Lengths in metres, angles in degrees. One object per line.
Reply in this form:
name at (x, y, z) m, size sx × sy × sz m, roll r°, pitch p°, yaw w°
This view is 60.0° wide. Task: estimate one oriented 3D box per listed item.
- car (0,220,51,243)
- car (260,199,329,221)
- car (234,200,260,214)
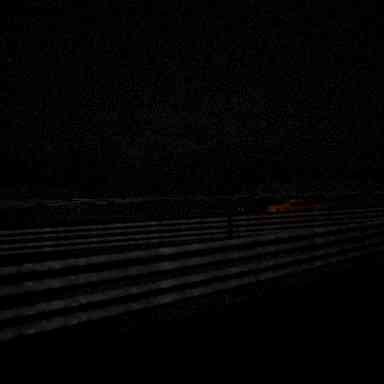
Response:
car at (-9.156, 2.018, 15.932) m, size 4.718 × 1.301 × 1.895 m, roll -2°, pitch 1°, yaw -19°
car at (8.145, 1.309, 25.492) m, size 5.008 × 1.535 × 1.882 m, roll -2°, pitch 1°, yaw -19°
car at (6.303, 1.394, 28.565) m, size 5.357 × 1.411 × 2.033 m, roll -2°, pitch 1°, yaw -19°
